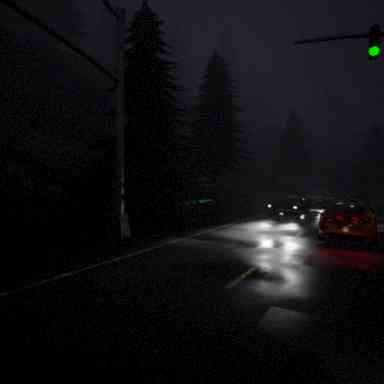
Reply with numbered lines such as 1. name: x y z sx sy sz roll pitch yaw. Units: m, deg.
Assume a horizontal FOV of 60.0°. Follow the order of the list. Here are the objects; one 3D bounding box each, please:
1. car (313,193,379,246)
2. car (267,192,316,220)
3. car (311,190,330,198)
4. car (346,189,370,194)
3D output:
1. car: 6.290 1.038 13.280 1.882 1.535 5.008 2 3 28
2. car: 6.154 0.858 20.739 1.895 1.301 4.718 2 3 29
3. car: 10.975 0.547 28.696 1.812 1.442 4.674 3 3 35
4. car: 17.783 0.410 36.012 4.181 1.385 1.994 -1 3 -38
